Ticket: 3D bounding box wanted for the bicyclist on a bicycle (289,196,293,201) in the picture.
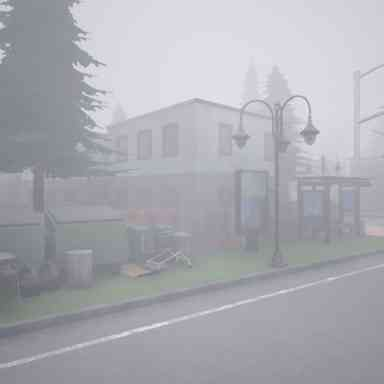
[{"bbox_3d":[10.687,1.284,36.345,0.582,1.620,1.656,0,0,44],"label":"bicyclist on a bicycle"}]
